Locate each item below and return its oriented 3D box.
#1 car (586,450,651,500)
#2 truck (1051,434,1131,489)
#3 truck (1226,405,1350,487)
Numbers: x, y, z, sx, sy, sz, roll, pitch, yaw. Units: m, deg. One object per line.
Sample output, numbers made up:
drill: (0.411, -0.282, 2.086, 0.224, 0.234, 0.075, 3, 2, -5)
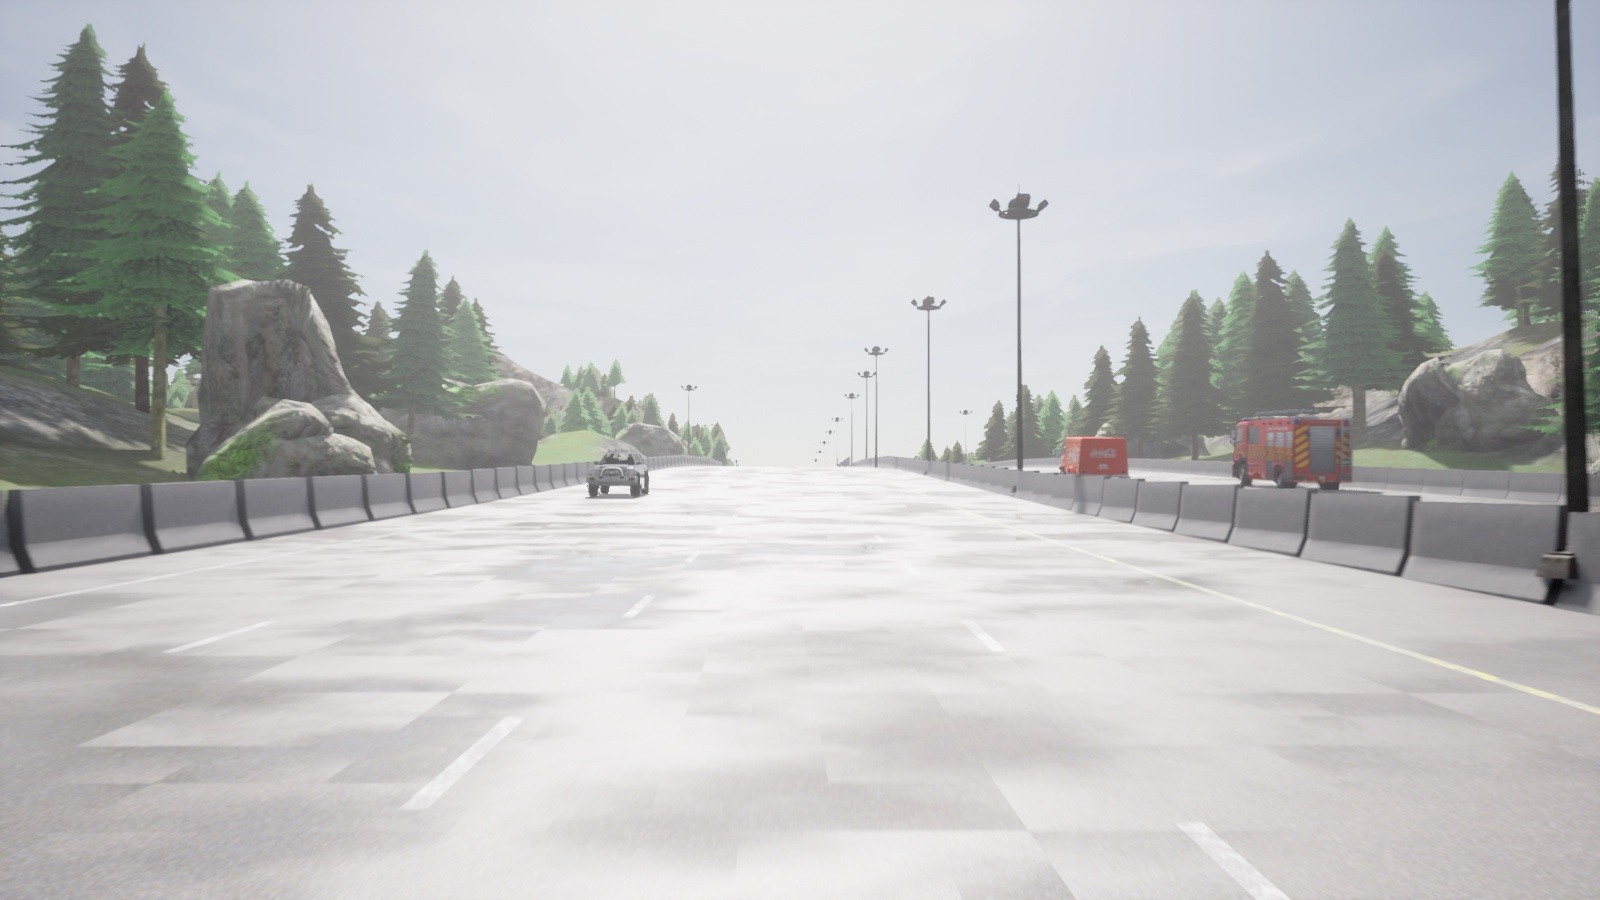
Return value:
car: (-7.124, 0.944, 49.721, 1.932, 1.855, 4.605, 0, 0, 0)
truck: (13.848, 0.506, 60.127, 2.627, 2.467, 5.204, 0, 0, 0)
truck: (24.338, -0.230, 63.130, 2.891, 3.827, 8.468, 0, 0, 0)
